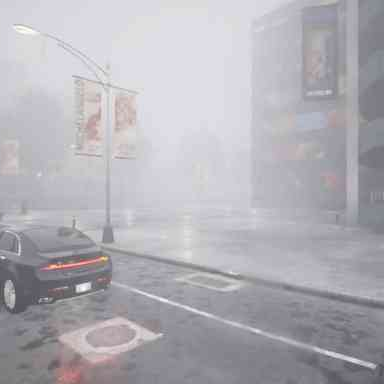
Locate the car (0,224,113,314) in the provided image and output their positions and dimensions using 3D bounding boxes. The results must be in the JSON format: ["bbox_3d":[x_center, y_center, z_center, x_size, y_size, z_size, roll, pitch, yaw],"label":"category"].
[{"bbox_3d":[-3.776,1.505,7.753,4.892,1.490,1.837,0,0,43],"label":"car"}]

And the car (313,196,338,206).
[{"bbox_3d":[21.754,1.413,53.937,2.161,1.482,4.786,0,0,43],"label":"car"}]

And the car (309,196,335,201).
[{"bbox_3d":[16.349,1.320,42.252,2.002,1.452,4.674,0,0,43],"label":"car"}]

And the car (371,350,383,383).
[{"bbox_3d":[3.773,1.547,1.434,5.357,1.411,2.033,0,0,32],"label":"car"}]
